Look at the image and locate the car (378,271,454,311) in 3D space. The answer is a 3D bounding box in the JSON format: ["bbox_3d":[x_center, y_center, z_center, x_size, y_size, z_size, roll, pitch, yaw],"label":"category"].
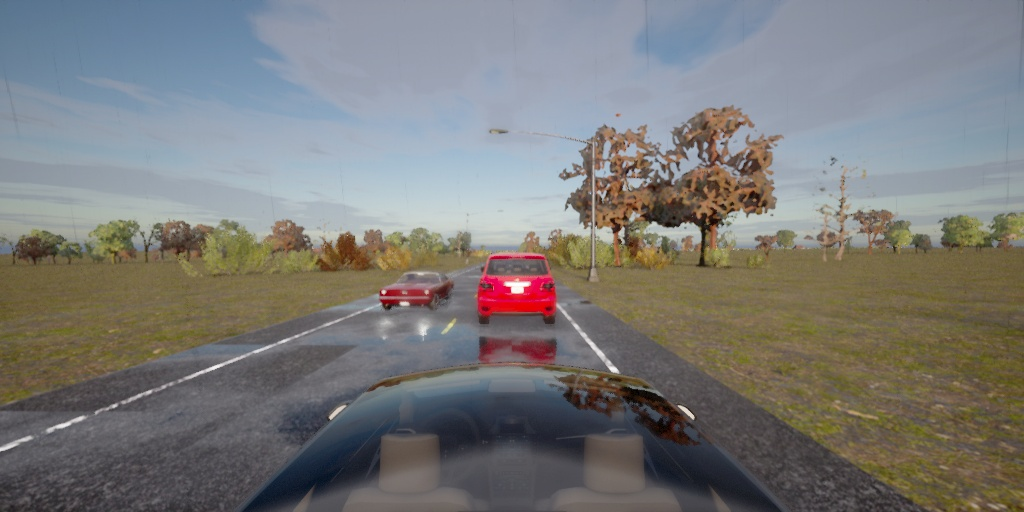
[{"bbox_3d":[-3.557,1.269,14.117,1.895,1.301,4.718,0,0,0],"label":"car"}]

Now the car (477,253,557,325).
[{"bbox_3d":[0.129,0.908,11.625,2.150,2.045,5.566,0,1,0],"label":"car"}]

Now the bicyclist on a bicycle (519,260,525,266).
[{"bbox_3d":[1.081,0.885,37.663,0.659,1.776,1.843,0,1,0],"label":"bicyclist on a bicycle"}]
